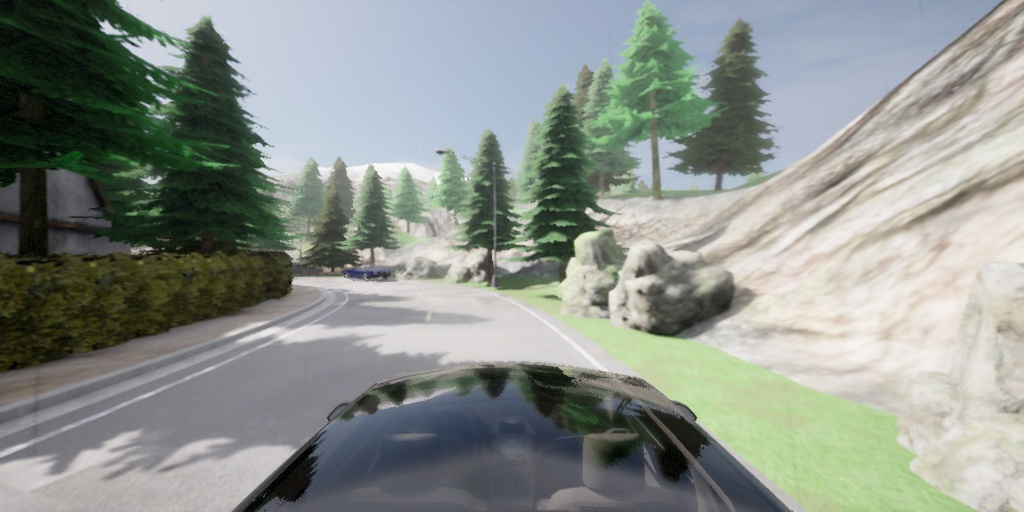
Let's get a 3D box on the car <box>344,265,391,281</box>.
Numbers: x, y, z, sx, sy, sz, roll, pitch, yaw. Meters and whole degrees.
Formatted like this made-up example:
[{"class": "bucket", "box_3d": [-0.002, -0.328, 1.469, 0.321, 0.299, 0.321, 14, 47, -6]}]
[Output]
[{"class": "car", "box_3d": [-12.718, 1.474, 31.332, 4.718, 1.301, 1.895, -1, 0, 37]}]
